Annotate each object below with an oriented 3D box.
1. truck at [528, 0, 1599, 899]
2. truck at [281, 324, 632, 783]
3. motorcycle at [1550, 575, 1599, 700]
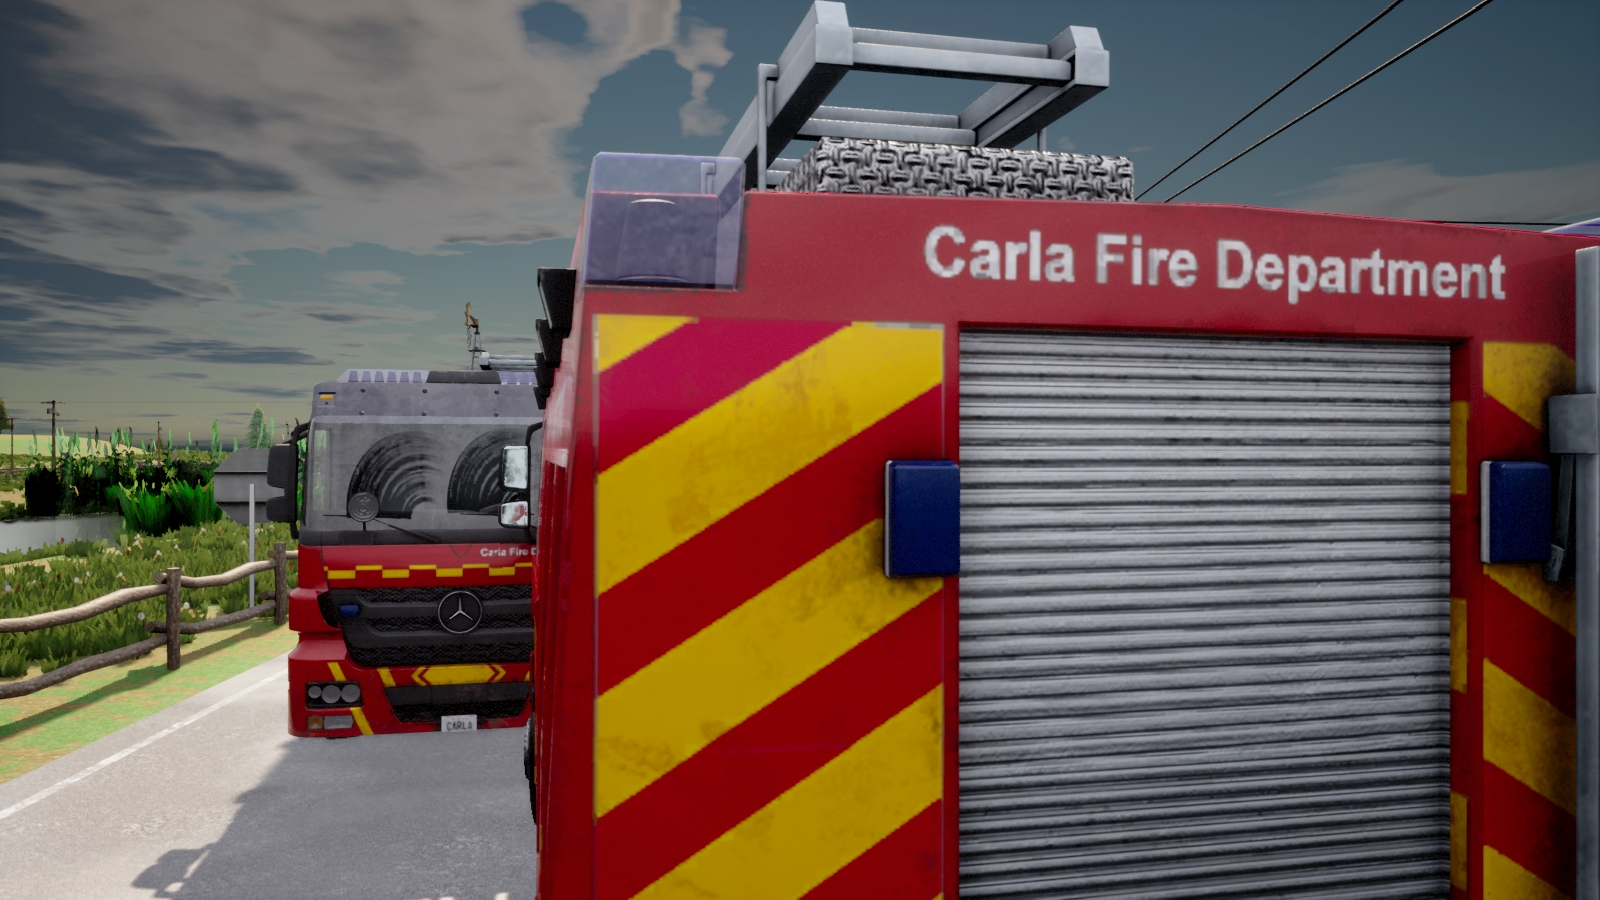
[{"bbox_3d":[-0.139,0.866,6.873,2.891,3.827,8.468,0,0,-13],"label":"truck"},{"bbox_3d":[-3.884,0.862,13.978,2.891,3.827,8.468,0,0,-13],"label":"truck"},{"bbox_3d":[9.817,2.142,13.186,1.805,1.316,0.856,0,0,-7],"label":"motorcycle"}]
